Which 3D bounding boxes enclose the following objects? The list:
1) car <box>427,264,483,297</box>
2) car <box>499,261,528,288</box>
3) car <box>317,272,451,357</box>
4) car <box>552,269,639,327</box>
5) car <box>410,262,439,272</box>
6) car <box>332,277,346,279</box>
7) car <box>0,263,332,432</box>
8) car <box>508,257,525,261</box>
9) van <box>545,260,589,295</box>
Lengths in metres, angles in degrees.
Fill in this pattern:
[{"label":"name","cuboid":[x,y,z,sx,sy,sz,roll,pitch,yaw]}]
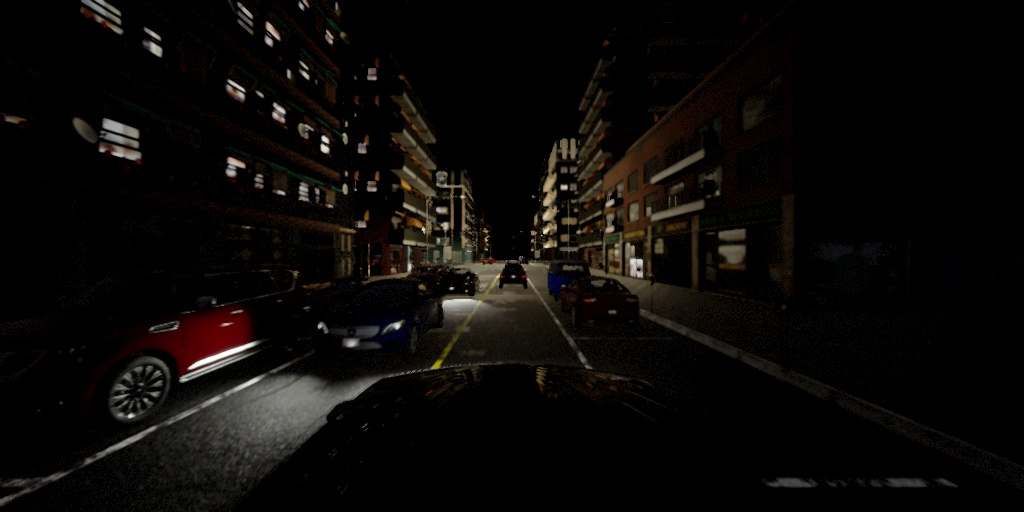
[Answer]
[{"label":"car","cuboid":[-2.781,1.308,18.649,1.994,1.385,4.181,0,0,1]},{"label":"car","cuboid":[0.083,1.292,23.972,2.033,1.411,5.357,0,0,0]},{"label":"car","cuboid":[-2.844,1.274,8.664,1.812,1.442,4.674,0,0,0]},{"label":"car","cuboid":[2.566,1.294,11.390,1.888,1.381,4.507,0,0,0]},{"label":"car","cuboid":[-5.312,1.289,22.566,1.888,1.381,4.507,0,0,0]},{"label":"car","cuboid":[-5.314,1.329,11.391,1.802,1.307,4.207,0,0,0]},{"label":"car","cuboid":[-5.316,1.063,5.804,2.192,1.841,5.009,0,0,0]},{"label":"car","cuboid":[0.093,1.226,42.198,2.128,1.511,4.902,0,0,0]},{"label":"van","cuboid":[2.567,1.088,16.978,1.690,1.789,3.998,0,0,0]}]
